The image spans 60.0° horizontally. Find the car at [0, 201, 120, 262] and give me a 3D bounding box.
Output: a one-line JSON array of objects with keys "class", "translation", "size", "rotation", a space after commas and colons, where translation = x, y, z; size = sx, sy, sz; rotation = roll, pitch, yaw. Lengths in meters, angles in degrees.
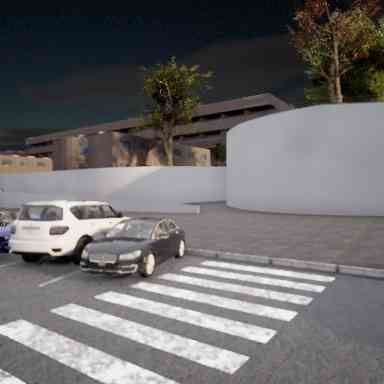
[{"class": "car", "translation": [-4.035, 1.349, 12.392], "size": [2.435, 2.045, 5.566], "rotation": [-1, -1, 15]}]

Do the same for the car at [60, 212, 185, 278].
[{"class": "car", "translation": [-1.599, 1.568, 10.633], "size": [2.231, 1.521, 4.892], "rotation": [0, -1, 15]}]
